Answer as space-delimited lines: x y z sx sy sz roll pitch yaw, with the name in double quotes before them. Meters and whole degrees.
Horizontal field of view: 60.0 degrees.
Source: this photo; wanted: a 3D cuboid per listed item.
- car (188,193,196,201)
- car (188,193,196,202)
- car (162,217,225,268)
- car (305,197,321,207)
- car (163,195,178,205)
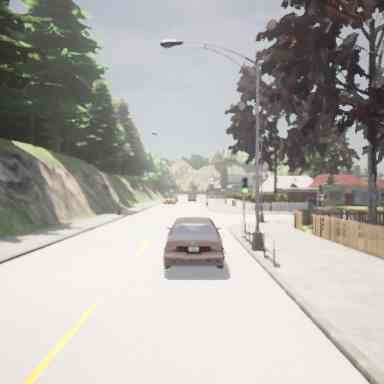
"car" 0.003 1.255 86.581 2.150 2.045 5.566 0 0 0
"car" 0.002 1.577 76.678 1.994 1.385 4.181 0 0 0
"car" 0.062 1.553 11.271 2.033 1.411 5.357 0 0 0
"car" 15.787 1.322 44.822 1.994 1.381 4.181 0 0 0
"car" -4.045 1.379 59.529 2.097 1.767 4.553 0 0 0
